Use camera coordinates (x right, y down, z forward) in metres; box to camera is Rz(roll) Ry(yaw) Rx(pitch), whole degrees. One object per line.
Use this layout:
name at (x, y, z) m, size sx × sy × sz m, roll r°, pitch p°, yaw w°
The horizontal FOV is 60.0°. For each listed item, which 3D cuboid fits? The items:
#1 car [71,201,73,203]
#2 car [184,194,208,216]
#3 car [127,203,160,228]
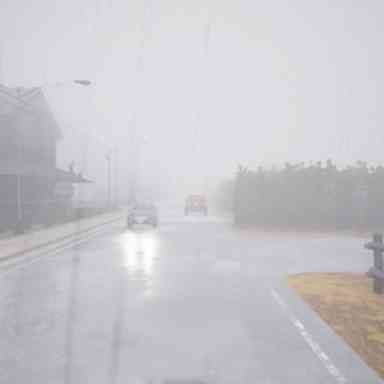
car at (-19.641, 1.576, 48.810) m, size 4.181 × 1.385 × 1.994 m, roll 0°, pitch 0°, yaw 0°
car at (0.416, 1.243, 32.993) m, size 2.150 × 2.045 × 5.566 m, roll 0°, pitch 0°, yaw 1°
car at (-3.241, 1.508, 22.529) m, size 2.128 × 1.511 × 4.902 m, roll 0°, pitch 0°, yaw -3°
